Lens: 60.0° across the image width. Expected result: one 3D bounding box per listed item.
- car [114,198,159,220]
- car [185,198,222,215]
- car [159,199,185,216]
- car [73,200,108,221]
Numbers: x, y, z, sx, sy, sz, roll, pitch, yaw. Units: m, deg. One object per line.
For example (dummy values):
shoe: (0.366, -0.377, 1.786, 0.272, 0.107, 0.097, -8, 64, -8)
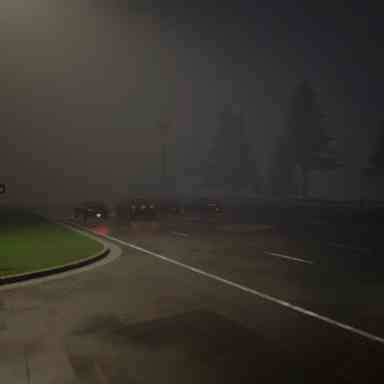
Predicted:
car: (-4.936, 1.260, 27.876, 2.097, 1.767, 4.553, 0, 0, -31)
car: (0.912, 1.349, 31.737, 2.128, 1.511, 4.902, 0, 0, -31)
car: (-2.925, 1.360, 31.299, 1.882, 1.535, 5.008, 0, 0, -31)
car: (-8.084, 1.438, 26.319, 1.837, 1.490, 4.892, 0, 0, -31)
